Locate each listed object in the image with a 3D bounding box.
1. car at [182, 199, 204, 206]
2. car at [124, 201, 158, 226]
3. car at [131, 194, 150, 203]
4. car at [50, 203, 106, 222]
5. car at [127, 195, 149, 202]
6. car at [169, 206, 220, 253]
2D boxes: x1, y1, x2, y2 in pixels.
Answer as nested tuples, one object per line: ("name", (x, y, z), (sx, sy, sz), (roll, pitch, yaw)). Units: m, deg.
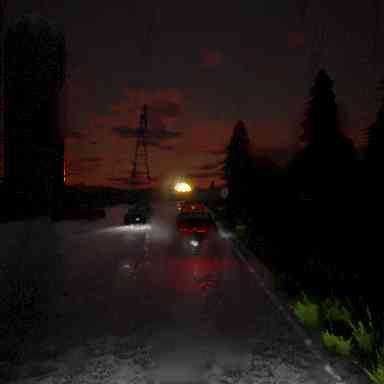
("car", (0.087, 1.416, 31.438), (2.097, 1.767, 4.553), (0, 0, 0))
("car", (-3.605, 1.613, 23.936), (1.994, 1.385, 4.181), (0, 0, 0))
("car", (-11.917, 1.513, 76.557), (3.866, 1.878, 1.905), (0, 0, -31))
("car", (-9.065, 1.604, 26.703), (4.181, 1.381, 1.994), (0, 0, -1))
("car", (-9.558, 1.604, 59.711), (3.988, 1.617, 1.851), (0, 0, -1))
("car", (0.092, 1.534, 13.870), (1.837, 1.490, 4.892), (0, 0, 0))
